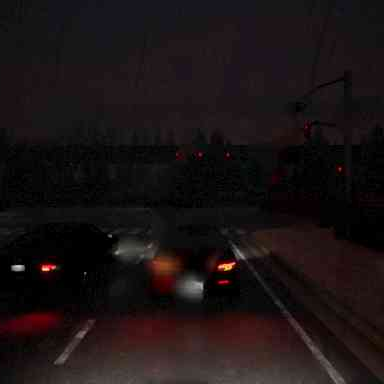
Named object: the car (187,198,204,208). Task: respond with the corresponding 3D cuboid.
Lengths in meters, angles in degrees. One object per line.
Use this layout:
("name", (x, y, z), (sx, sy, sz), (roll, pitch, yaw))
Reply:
("car", (-0.355, 1.564, 46.959), (4.181, 1.385, 1.994), (0, 0, 0))

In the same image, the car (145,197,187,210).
("car", (-3.566, 1.477, 43.474), (5.008, 1.535, 1.882), (0, 0, 0))

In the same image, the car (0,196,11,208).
("car", (-28.309, 1.351, 47.091), (4.553, 1.767, 2.097), (0, 0, 0))

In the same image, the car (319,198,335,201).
("car", (17.945, 1.491, 43.375), (4.902, 1.511, 2.128), (0, 0, 0))

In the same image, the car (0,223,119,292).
("car", (-3.429, 1.547, 9.069), (2.033, 1.411, 5.357), (0, 0, 0))

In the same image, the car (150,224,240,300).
("car", (0.064, 1.526, 8.251), (1.812, 1.442, 4.674), (0, 0, 0))

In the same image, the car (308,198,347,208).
("car", (19.032, 1.526, 46.871), (4.674, 1.442, 1.812), (0, 0, 0))
